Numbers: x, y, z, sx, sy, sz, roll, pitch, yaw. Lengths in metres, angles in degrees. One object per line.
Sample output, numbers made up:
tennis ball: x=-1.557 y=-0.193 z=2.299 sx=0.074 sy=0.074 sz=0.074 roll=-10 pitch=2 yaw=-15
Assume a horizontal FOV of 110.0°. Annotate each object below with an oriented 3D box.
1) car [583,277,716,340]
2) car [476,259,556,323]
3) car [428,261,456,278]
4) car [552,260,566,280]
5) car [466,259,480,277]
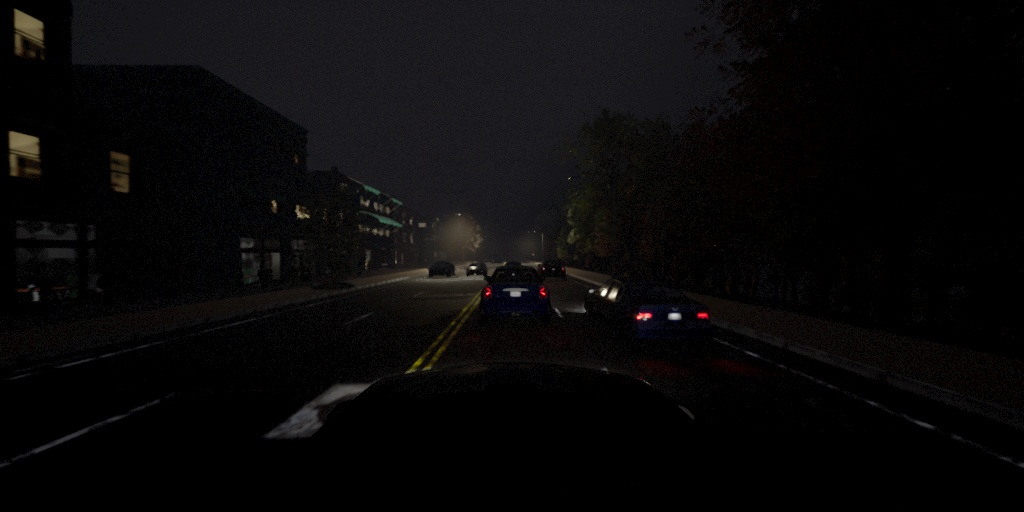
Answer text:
car: x=3.354 y=1.294 z=9.900 sx=2.033 sy=1.411 sz=5.357 roll=0 pitch=0 yaw=0
car: x=0.103 y=1.097 z=12.312 sx=2.097 sy=1.767 sz=4.553 roll=0 pitch=0 yaw=0
car: x=-6.584 y=1.212 z=34.095 sx=1.882 sy=1.535 sz=5.008 roll=0 pitch=0 yaw=0
car: x=3.359 y=1.088 z=31.084 sx=2.097 sy=1.767 sz=4.553 roll=0 pitch=0 yaw=0
car: x=-3.336 y=1.282 z=35.147 sx=2.033 sy=1.411 sz=5.357 roll=0 pitch=0 yaw=0
